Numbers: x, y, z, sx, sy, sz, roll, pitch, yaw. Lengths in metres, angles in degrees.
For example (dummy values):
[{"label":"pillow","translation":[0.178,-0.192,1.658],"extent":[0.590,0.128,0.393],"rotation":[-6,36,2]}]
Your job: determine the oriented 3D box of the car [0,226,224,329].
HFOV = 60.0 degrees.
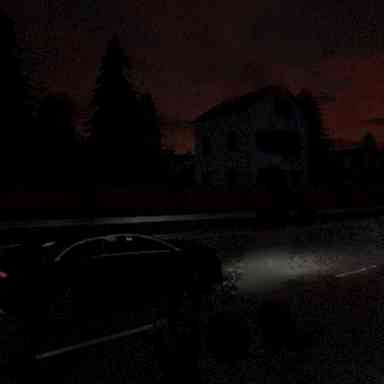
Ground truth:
[{"label":"car","translation":[-1.518,1.482,6.964],"extent":[4.902,1.511,2.128],"rotation":[0,0,-36]}]
